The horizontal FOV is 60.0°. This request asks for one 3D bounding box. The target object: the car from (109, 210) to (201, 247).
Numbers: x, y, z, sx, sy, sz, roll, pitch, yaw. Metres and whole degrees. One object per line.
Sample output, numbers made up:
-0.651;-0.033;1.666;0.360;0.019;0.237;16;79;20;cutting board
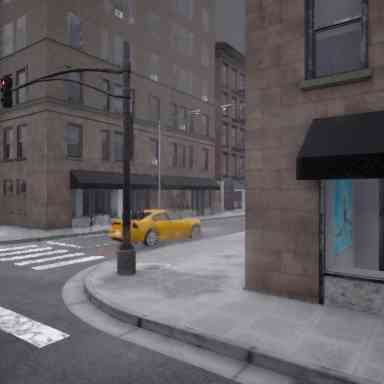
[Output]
-1.543;1.561;15.639;1.882;1.535;5.008;0;0;38;car
